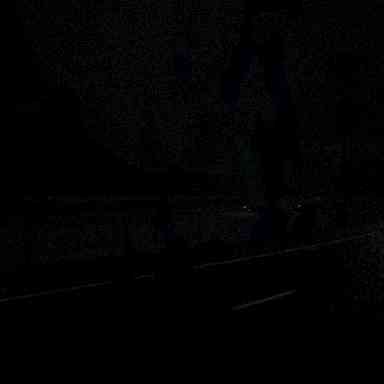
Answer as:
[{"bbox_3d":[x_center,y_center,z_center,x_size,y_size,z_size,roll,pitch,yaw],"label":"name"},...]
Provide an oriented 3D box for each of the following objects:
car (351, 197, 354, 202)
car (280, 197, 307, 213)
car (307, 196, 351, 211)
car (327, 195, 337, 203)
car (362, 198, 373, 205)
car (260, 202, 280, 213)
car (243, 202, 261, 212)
[{"bbox_3d":[35.825,1.888,75.945,1.882,1.535,5.008,-1,-1,25],"label":"car"},{"bbox_3d":[13.066,1.582,39.643,2.150,2.045,5.566,-1,-1,41],"label":"car"},{"bbox_3d":[15.230,1.531,36.782,2.150,2.045,5.566,-1,-1,42],"label":"car"},{"bbox_3d":[33.018,1.616,78.294,2.097,1.767,4.553,-1,-1,23],"label":"car"},{"bbox_3d":[36.966,1.951,69.917,1.882,1.535,5.008,-1,-1,27],"label":"car"},{"bbox_3d":[11.087,2.015,42.691,1.895,1.301,4.718,-1,-1,41],"label":"car"},{"bbox_3d":[8.955,2.067,45.579,1.895,1.301,4.718,-1,-1,40],"label":"car"}]
